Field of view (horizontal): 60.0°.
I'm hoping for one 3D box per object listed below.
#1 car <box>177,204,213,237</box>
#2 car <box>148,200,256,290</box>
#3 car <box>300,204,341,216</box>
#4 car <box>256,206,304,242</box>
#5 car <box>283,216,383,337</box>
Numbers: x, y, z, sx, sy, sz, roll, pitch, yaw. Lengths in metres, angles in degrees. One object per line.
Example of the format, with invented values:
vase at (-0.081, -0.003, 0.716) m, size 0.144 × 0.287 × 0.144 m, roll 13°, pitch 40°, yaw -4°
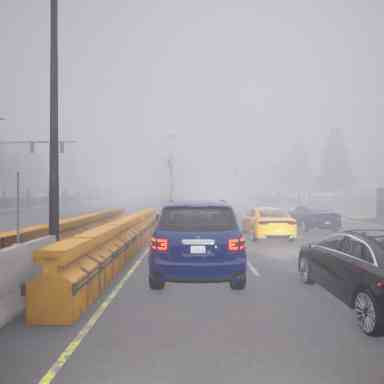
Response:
car at (0.154, 1.505, 19.070) m, size 1.837 × 1.490 × 4.892 m, roll 0°, pitch 0°, yaw 0°
car at (0.127, 1.222, 9.221) m, size 2.150 × 2.045 × 5.566 m, roll 0°, pitch 0°, yaw 0°
car at (7.159, 1.478, 20.011) m, size 1.882 × 1.535 × 5.008 m, roll 0°, pitch 0°, yaw 0°
car at (3.646, 1.478, 16.454) m, size 1.882 × 1.535 × 5.008 m, roll 0°, pitch 0°, yaw 0°
car at (3.615, 1.492, 6.612) m, size 2.128 × 1.511 × 4.902 m, roll 0°, pitch 0°, yaw 0°
